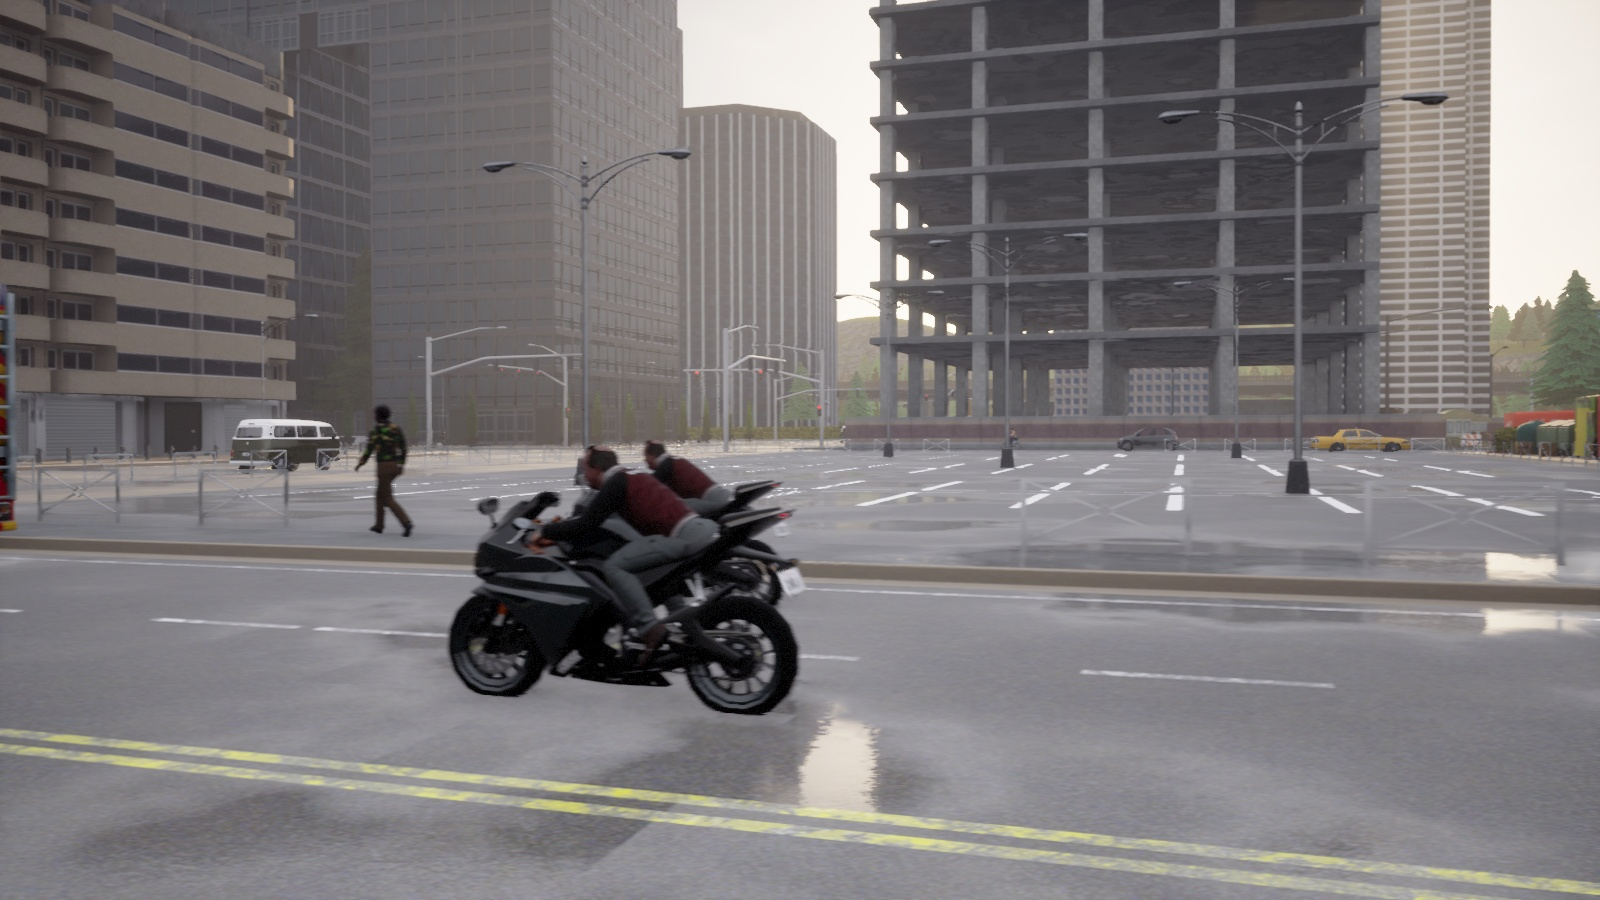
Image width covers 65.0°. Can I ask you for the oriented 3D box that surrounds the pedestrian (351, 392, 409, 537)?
[{"bbox_3d":[-5.706,0.190,17.069,0.692,1.930,0.395,1,1,32],"label":"pedestrian"}]

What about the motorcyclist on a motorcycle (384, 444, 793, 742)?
[{"bbox_3d":[-1.222,0.740,7.296,2.191,1.530,0.866,1,1,19],"label":"motorcyclist on a motorcycle"}]

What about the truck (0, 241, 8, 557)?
[{"bbox_3d":[-14.154,-0.636,15.287,8.468,3.827,2.891,1,1,18],"label":"truck"}]

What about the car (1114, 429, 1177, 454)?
[{"bbox_3d":[22.862,-0.575,83.062,3.988,1.617,1.851,0,1,17],"label":"car"}]

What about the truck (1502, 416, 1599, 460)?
[{"bbox_3d":[44.083,-0.705,73.034,5.204,2.467,2.627,-1,1,17],"label":"truck"}]

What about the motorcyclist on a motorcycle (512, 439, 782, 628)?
[{"bbox_3d":[-1.338,0.680,11.028,2.191,1.530,0.866,1,1,19],"label":"motorcyclist on a motorcycle"}]

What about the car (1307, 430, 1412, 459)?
[{"bbox_3d":[32.396,-0.335,72.889,5.366,1.575,1.801,0,1,17],"label":"car"}]

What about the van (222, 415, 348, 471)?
[{"bbox_3d":[-19.515,-0.289,47.805,2.069,2.038,4.480,0,1,17],"label":"van"}]
